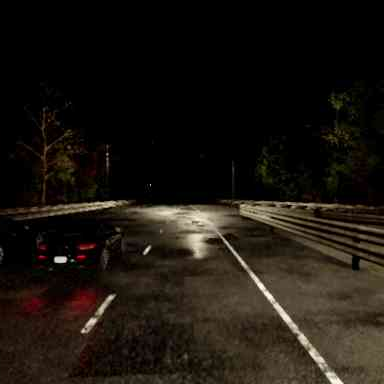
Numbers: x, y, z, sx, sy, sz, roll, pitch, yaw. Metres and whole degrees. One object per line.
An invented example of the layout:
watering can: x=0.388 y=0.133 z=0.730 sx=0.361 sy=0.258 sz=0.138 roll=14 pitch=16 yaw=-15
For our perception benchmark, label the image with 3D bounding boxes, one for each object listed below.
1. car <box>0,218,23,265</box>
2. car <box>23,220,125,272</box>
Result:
car: x=-6.976 y=1.648 z=11.736 sx=1.812 sy=1.442 sz=4.674 roll=0 pitch=-1 yaw=-1
car: x=-3.469 y=1.640 z=11.039 sx=1.812 sy=1.442 sz=4.674 roll=0 pitch=-1 yaw=0
